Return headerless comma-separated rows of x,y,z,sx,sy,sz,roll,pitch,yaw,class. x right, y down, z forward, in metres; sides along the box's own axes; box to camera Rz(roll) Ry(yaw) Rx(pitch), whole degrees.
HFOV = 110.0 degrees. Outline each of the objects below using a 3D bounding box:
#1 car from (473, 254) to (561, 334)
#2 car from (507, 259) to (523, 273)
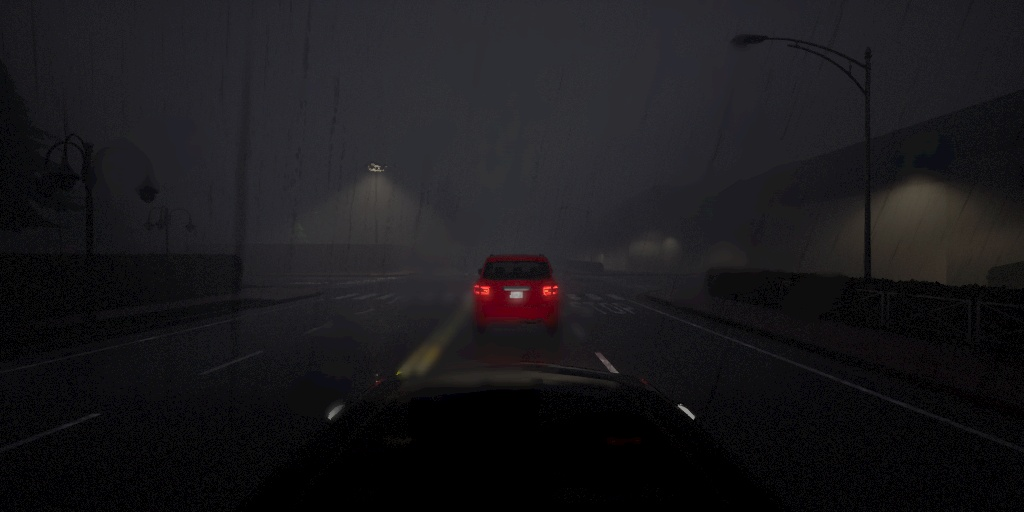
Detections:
0.124,0.971,10.785,2.150,2.045,5.566,0,0,0,car
0.367,1.228,45.637,1.882,1.535,5.008,0,0,1,car
